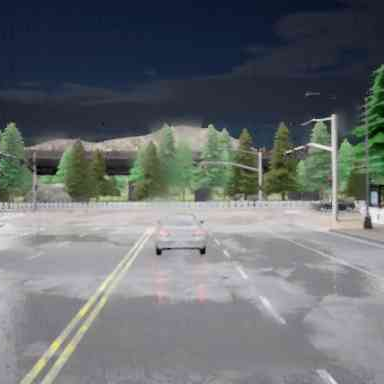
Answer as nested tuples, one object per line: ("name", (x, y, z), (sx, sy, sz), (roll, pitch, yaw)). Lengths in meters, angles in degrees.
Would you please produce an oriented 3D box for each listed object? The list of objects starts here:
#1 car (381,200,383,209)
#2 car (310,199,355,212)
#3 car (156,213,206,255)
("car", (25.279, 1.327, 41.625), (4.553, 1.767, 2.097), (0, 0, -1))
("car", (15.912, 1.520, 37.812), (4.892, 1.490, 1.837), (0, 0, -2))
("car", (-0.455, 1.589, 13.528), (1.812, 1.442, 4.674), (0, 0, -2))
